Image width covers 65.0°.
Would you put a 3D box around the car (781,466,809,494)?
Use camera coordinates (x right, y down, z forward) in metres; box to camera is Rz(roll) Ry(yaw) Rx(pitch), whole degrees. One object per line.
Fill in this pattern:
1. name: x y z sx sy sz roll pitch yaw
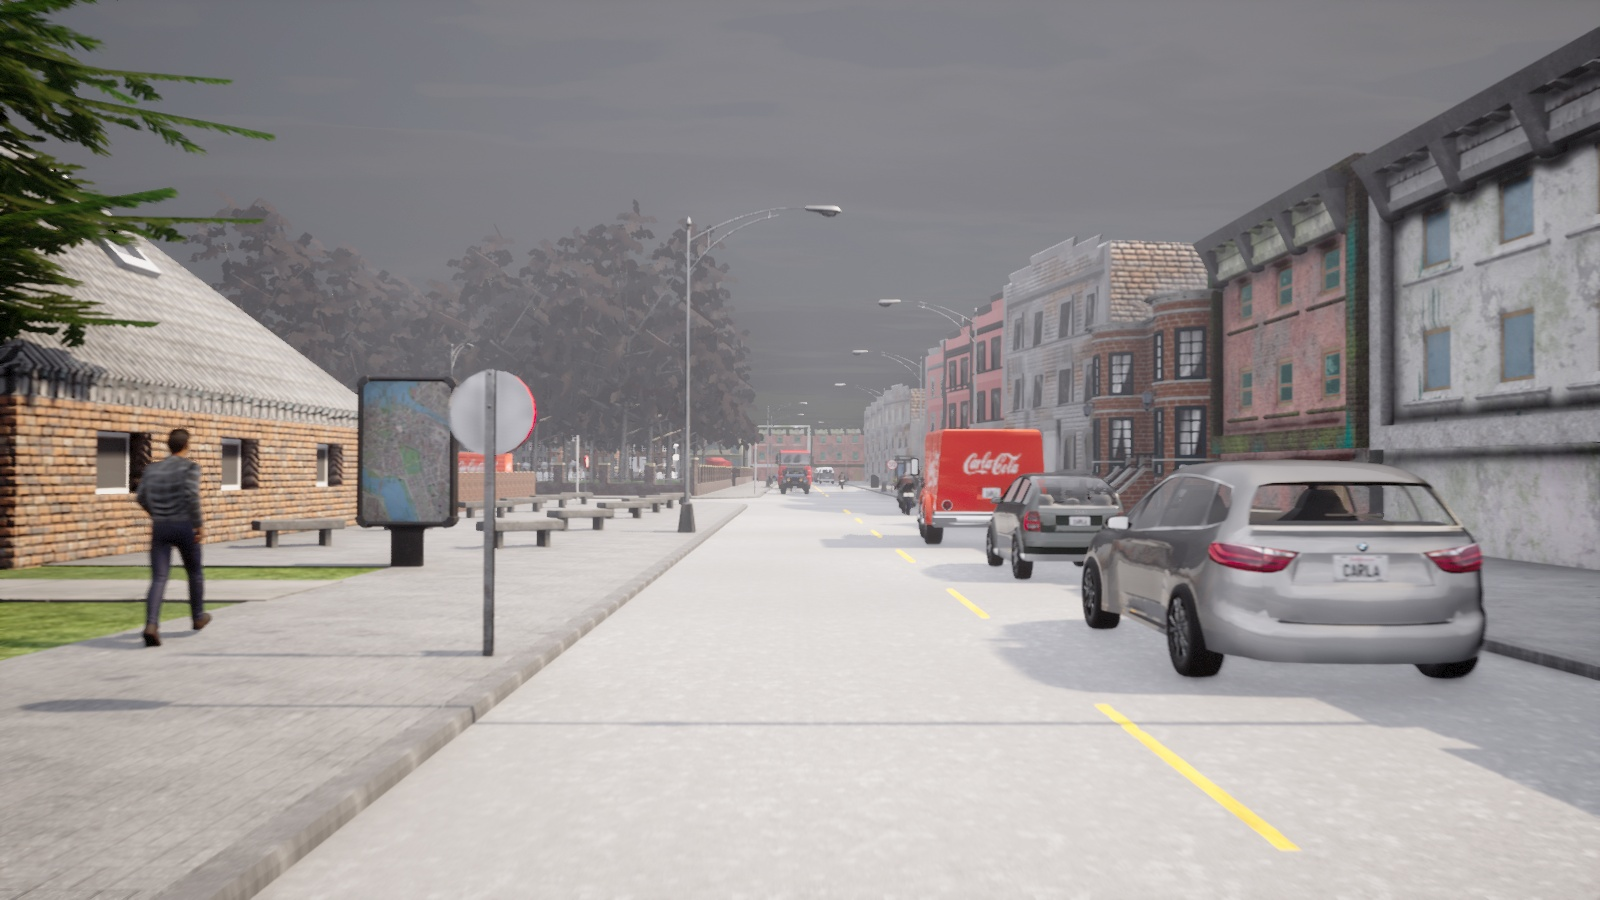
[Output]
1. car: -0.318 2.045 85.611 1.905 1.878 3.866 0 -1 0

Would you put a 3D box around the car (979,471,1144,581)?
1. car: 3.951 1.105 19.580 1.789 1.549 3.705 0 -1 0

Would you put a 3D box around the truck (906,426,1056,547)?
1. truck: 3.929 0.787 28.334 2.627 2.467 5.204 0 -1 0

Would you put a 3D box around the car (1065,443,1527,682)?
1. car: 3.972 0.829 11.134 2.242 1.667 4.611 0 -1 0

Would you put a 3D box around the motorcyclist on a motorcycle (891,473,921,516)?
1. motorcyclist on a motorcycle: 3.866 1.602 45.898 0.866 1.530 2.191 0 -1 0

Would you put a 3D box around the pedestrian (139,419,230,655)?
1. pedestrian: -5.278 0.726 10.793 0.423 1.949 0.788 0 -1 -3

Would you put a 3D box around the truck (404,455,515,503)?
1. truck: -17.887 1.508 66.216 5.204 2.467 2.627 0 -1 -1
